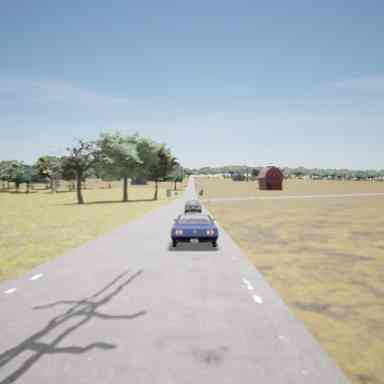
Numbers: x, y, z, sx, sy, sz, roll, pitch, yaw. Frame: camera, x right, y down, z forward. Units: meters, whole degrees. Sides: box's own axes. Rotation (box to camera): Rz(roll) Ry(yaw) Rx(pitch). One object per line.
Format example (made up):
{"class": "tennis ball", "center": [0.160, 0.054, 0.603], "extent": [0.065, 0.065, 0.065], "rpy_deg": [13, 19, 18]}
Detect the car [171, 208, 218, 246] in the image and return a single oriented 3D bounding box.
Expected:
{"class": "car", "center": [0.103, 1.605, 15.143], "extent": [1.895, 1.301, 4.718], "rpy_deg": [0, 0, 0]}

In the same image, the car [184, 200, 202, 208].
{"class": "car", "center": [0.107, 1.578, 35.422], "extent": [2.033, 1.411, 5.357], "rpy_deg": [0, 0, 0]}
